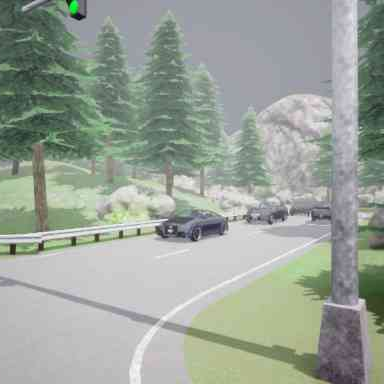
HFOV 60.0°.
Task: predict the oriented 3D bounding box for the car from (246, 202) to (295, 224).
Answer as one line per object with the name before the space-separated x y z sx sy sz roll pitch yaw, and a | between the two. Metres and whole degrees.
car | 5.717 1.507 25.006 2.128 1.511 4.902 0 0 34

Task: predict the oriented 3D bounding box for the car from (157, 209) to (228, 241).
car | 0.139 1.579 16.772 1.994 1.385 4.181 0 0 34

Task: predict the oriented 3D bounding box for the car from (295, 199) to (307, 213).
car | 11.230 1.520 33.608 1.837 1.490 4.892 0 0 27

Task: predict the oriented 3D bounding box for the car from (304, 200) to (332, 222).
car | 10.688 1.562 25.920 2.128 1.511 4.902 0 -1 34
